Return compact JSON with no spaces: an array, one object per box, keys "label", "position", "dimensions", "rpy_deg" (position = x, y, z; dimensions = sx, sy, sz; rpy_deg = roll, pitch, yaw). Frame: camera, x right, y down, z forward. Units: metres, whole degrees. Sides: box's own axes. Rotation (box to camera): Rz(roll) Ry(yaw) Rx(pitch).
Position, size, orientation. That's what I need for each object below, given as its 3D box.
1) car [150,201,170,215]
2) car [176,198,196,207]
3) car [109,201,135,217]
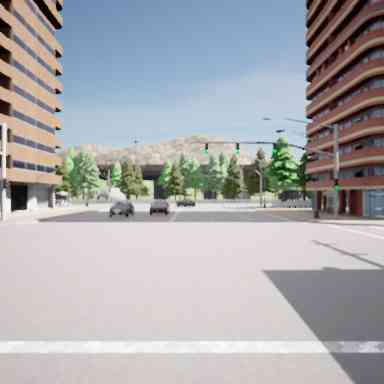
[{"label":"car","position":[-3.554,1.732,37.168],"dimensions":[1.882,1.535,5.008],"rpy_deg":[0,0,0]},{"label":"car","position":[-1.100,1.878,58.414],"dimensions":[2.128,1.511,4.902],"rpy_deg":[0,0,-27]},{"label":"car","position":[-7.074,1.724,33.845],"dimensions":[2.128,1.511,4.902],"rpy_deg":[0,0,0]}]
